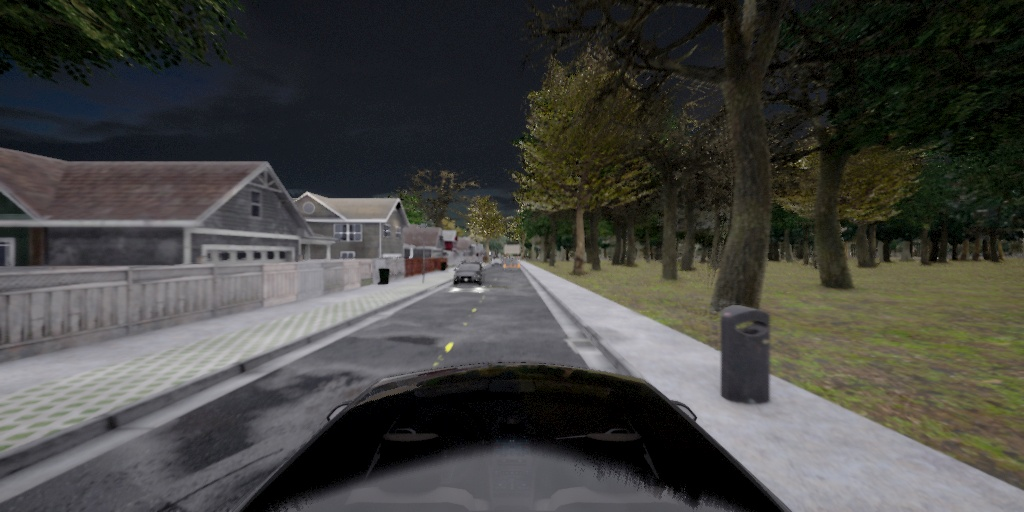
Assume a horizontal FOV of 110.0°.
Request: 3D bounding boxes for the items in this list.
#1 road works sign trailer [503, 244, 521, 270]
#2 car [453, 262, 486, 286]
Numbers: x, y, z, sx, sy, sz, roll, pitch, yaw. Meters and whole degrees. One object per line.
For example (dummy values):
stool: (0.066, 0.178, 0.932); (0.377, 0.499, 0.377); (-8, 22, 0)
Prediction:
road works sign trailer: (-0.003, 0.127, 49.373); (2.380, 3.560, 2.880); (0, 0, 0)
car: (-2.848, 1.208, 24.681); (1.837, 1.490, 4.892); (0, 0, 0)
